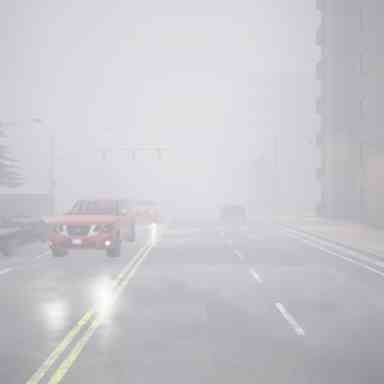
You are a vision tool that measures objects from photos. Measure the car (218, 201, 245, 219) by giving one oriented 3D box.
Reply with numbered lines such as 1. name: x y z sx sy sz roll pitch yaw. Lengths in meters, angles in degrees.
1. car: 3.358 1.478 28.811 1.882 1.535 5.008 0 0 0

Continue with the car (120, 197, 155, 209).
1. car: -7.538 1.478 45.801 5.008 1.535 1.882 0 0 38

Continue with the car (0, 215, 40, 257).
1. car: -7.148 1.601 13.093 1.895 1.301 4.718 0 0 0

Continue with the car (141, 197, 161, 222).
1. car: -3.643 1.351 26.171 2.097 1.767 4.553 0 0 0

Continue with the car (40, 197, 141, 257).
1. car: -3.650 1.223 13.289 2.150 2.045 5.566 0 0 0
